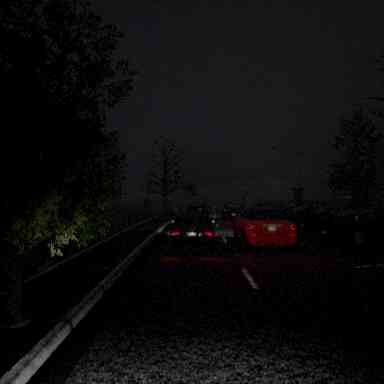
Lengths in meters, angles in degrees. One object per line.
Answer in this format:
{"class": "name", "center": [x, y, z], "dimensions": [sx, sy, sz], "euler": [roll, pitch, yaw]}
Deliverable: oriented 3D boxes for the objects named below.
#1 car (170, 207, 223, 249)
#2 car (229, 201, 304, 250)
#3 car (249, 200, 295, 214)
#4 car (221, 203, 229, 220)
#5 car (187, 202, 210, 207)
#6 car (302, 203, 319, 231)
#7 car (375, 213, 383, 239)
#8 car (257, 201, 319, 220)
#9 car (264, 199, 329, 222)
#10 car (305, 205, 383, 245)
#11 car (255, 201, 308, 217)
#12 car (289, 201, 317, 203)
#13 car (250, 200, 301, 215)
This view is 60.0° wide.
{"class": "car", "center": [0.043, 1.604, 14.702], "dimensions": [2.033, 1.411, 5.357], "euler": [0, 0, 1]}
{"class": "car", "center": [3.043, 1.409, 14.635], "dimensions": [2.097, 1.767, 4.553], "euler": [0, 0, 1]}
{"class": "car", "center": [9.343, 1.765, 38.995], "dimensions": [4.792, 1.488, 2.163], "euler": [1, -1, -15]}
{"class": "car", "center": [3.566, 1.679, 29.621], "dimensions": [1.812, 1.442, 4.674], "euler": [0, 0, 3]}
{"class": "car", "center": [0.571, 1.651, 29.794], "dimensions": [1.837, 1.490, 4.892], "euler": [0, 0, 3]}
{"class": "car", "center": [8.158, 1.552, 18.347], "dimensions": [4.892, 1.521, 2.231], "euler": [1, -1, -18]}
{"class": "car", "center": [8.076, 1.497, 9.475], "dimensions": [5.008, 1.535, 2.097], "euler": [1, 0, -20]}
{"class": "car", "center": [8.650, 1.647, 30.148], "dimensions": [5.008, 1.535, 2.097], "euler": [1, -1, -16]}
{"class": "car", "center": [8.525, 1.497, 27.208], "dimensions": [4.553, 1.767, 2.185], "euler": [1, 0, -17]}
{"class": "car", "center": [8.102, 1.532, 15.388], "dimensions": [4.892, 1.521, 2.231], "euler": [1, -1, -19]}
{"class": "car", "center": [8.849, 1.716, 33.091], "dimensions": [4.674, 1.452, 2.002], "euler": [1, 0, -15]}
{"class": "car", "center": [8.239, 1.574, 21.301], "dimensions": [4.892, 1.521, 2.231], "euler": [1, -1, -18]}
{"class": "car", "center": [9.059, 1.705, 36.042], "dimensions": [4.892, 1.521, 2.231], "euler": [1, -1, -15]}
